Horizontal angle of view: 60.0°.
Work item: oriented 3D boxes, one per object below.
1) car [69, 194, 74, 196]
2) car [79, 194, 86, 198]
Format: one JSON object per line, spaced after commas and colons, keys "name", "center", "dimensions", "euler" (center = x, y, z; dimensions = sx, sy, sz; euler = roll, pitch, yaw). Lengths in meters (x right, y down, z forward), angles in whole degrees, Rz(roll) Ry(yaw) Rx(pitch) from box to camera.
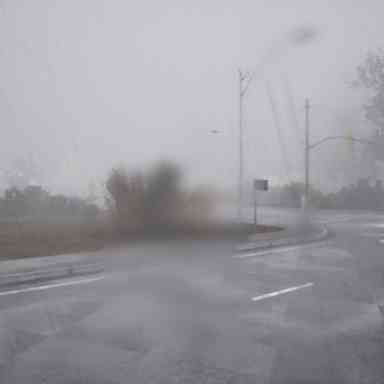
{"name": "car", "center": [-33.039, 1.302, 88.154], "dimensions": [2.097, 1.767, 4.553], "euler": [0, 0, -35]}
{"name": "car", "center": [-30.000, 1.441, 89.924], "dimensions": [1.837, 1.490, 4.892], "euler": [0, 0, -35]}
